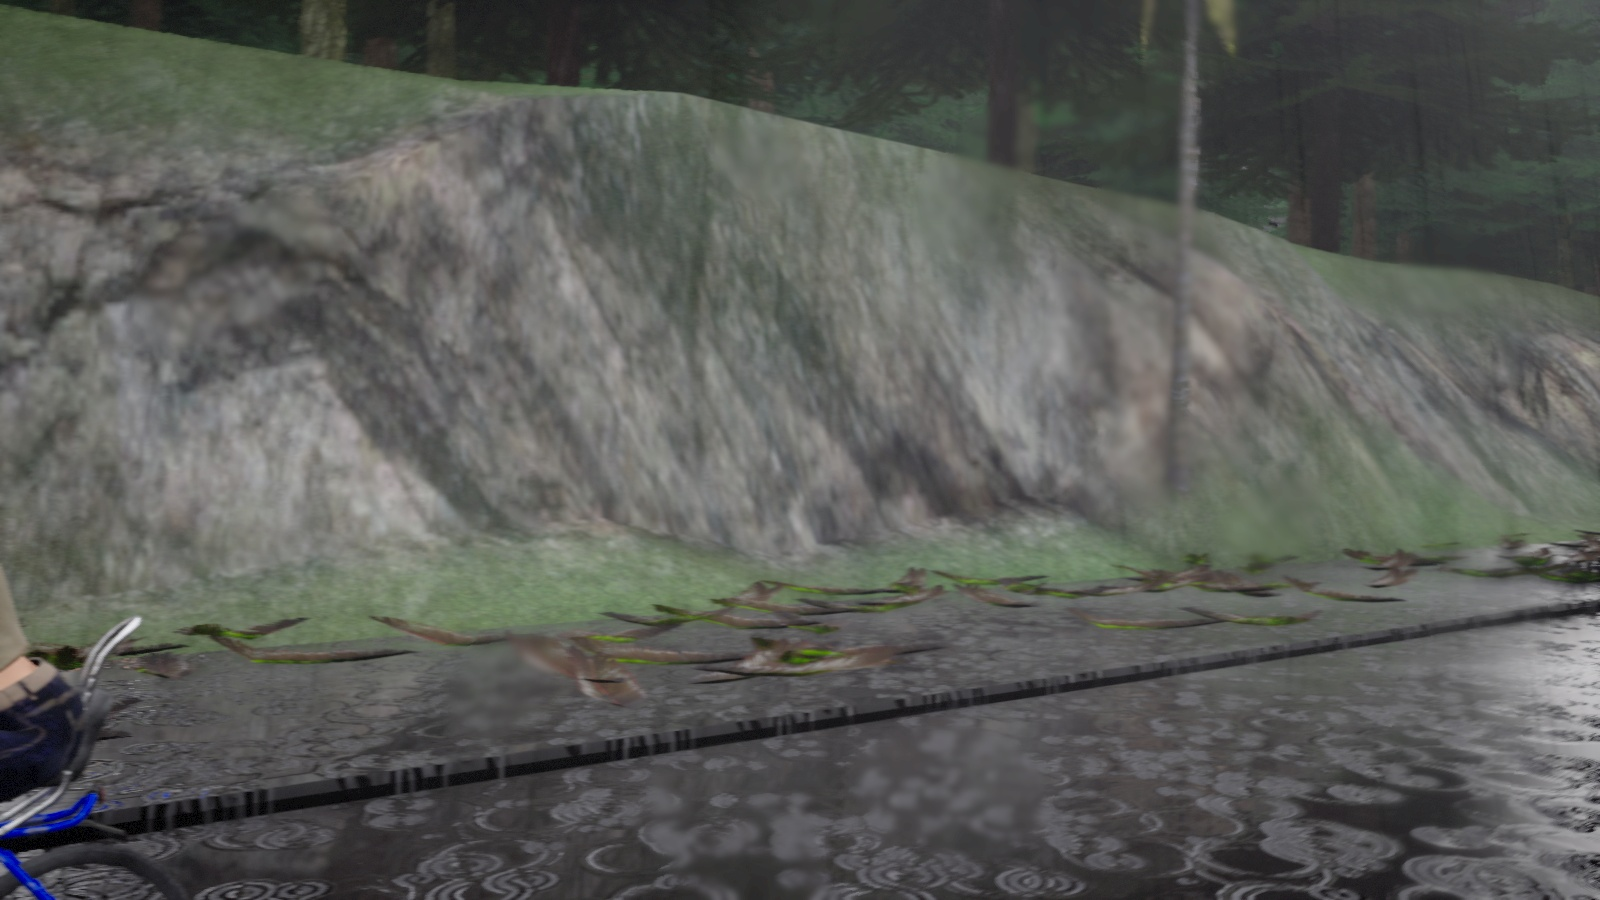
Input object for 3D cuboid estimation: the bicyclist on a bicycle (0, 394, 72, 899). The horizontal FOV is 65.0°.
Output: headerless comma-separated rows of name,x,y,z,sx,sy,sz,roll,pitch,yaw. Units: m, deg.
bicyclist on a bicycle,-2.408,0.693,2.587,1.509,1.612,0.866,0,0,-35
